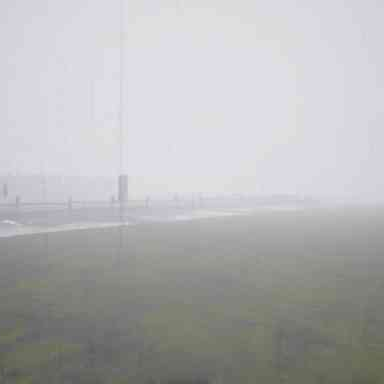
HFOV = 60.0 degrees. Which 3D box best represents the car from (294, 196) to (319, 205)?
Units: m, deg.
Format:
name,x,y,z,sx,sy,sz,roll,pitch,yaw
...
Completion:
name,x,y,z,sx,sy,sz,roll,pitch,yaw
car,16.931,1.190,49.046,1.895,1.301,4.718,3,2,44
